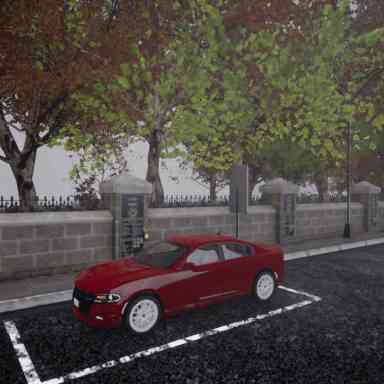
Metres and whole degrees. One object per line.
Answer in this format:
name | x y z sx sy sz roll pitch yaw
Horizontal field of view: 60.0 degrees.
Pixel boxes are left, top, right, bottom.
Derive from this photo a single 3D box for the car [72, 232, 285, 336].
car | -0.045 1.545 6.688 4.507 1.381 1.887 0 0 -36
